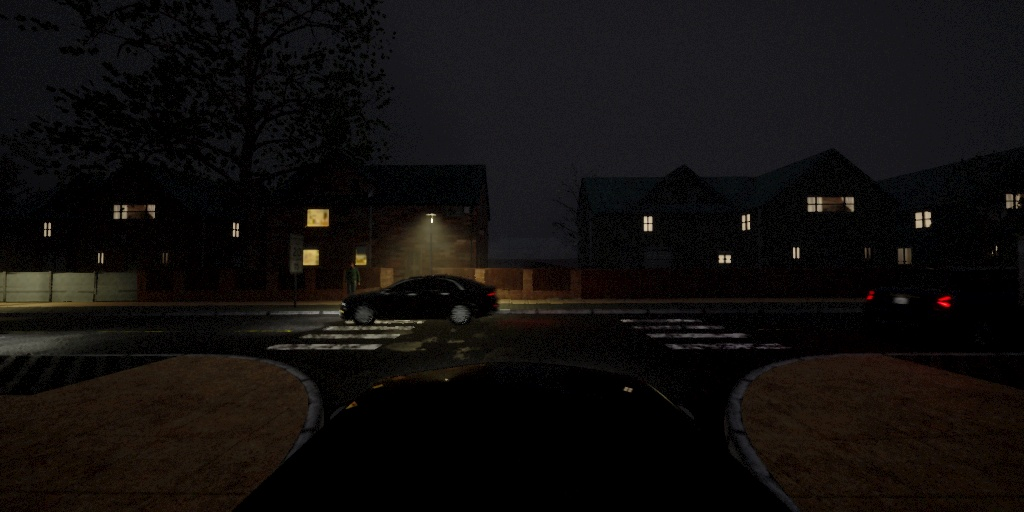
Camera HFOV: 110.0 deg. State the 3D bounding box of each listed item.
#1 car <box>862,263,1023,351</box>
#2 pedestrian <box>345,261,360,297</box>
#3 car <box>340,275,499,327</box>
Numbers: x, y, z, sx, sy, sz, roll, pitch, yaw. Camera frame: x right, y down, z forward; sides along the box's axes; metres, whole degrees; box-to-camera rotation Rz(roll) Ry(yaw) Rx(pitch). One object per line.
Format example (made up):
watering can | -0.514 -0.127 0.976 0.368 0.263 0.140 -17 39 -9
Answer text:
car | 10.957 1.015 8.085 4.553 1.767 2.097 0 -1 2
pedestrian | -6.466 1.113 14.473 0.375 1.860 0.375 0 -1 2
car | -2.875 1.367 11.443 4.892 1.490 1.837 -1 -1 2
